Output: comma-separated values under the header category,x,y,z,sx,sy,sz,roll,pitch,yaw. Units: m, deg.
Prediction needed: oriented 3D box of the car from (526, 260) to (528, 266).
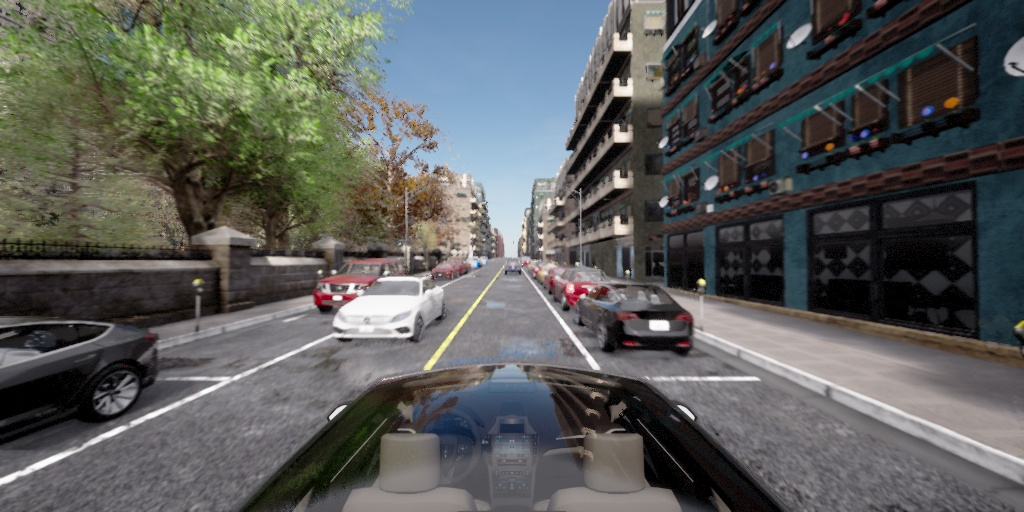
category,x,y,z,sx,sy,sz,roll,pitch,yaw
car,2.690,1.286,36.275,1.802,1.307,4.207,0,0,0

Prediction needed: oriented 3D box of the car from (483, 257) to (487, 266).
category,x,y,z,sx,sy,sz,roll,pitch,yaw
car,-5.675,1.241,58.368,1.948,1.339,4.313,0,0,0

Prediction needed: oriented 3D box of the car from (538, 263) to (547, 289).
category,x,y,z,sx,sy,sz,roll,pitch,yaw
car,2.691,1.271,19.704,1.888,1.381,4.507,0,0,0

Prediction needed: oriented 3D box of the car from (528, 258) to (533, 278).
category,x,y,z,sx,sy,sz,roll,pitch,yaw
car,2.691,1.151,30.752,1.967,1.591,4.097,0,0,0

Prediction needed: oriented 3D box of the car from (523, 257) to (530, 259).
category,x,y,z,sx,sy,sz,roll,pitch,yaw
car,2.658,1.108,63.891,1.967,1.591,4.097,0,0,0

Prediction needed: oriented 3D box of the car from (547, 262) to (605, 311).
category,x,y,z,sx,sy,sz,roll,pitch,yaw
car,2.691,1.173,14.181,1.967,1.591,4.097,0,0,0

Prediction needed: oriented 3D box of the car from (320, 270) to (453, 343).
category,x,y,z,sx,sy,sz,roll,pitch,yaw
car,-3.013,1.265,9.784,1.812,1.442,4.674,0,0,0

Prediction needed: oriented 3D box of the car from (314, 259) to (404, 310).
category,x,y,z,sx,sy,sz,roll,pitch,yaw
car,-5.690,1.048,14.181,2.192,1.841,5.009,0,0,0

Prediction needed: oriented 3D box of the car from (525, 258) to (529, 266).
category,x,y,z,sx,sy,sz,roll,pitch,yaw
car,2.690,1.222,41.968,1.751,1.417,4.829,0,0,0

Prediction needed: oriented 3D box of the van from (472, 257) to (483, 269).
category,x,y,z,sx,sy,sz,roll,pitch,yaw
van,-5.700,1.023,52.845,1.690,1.789,3.998,0,0,0

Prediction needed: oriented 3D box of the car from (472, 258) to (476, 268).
category,x,y,z,sx,sy,sz,roll,pitch,yaw
car,-5.691,1.242,41.798,1.888,1.381,4.507,0,0,0

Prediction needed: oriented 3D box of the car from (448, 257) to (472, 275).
category,x,y,z,sx,sy,sz,roll,pitch,yaw
car,-5.691,1.018,36.274,2.192,1.841,5.009,0,0,0

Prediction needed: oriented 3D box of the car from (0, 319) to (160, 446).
category,x,y,z,sx,sy,sz,roll,pitch,yaw
car,-5.689,1.314,3.134,1.948,1.339,4.313,0,0,0

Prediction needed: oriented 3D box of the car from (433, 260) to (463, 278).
category,x,y,z,sx,sy,sz,roll,pitch,yaw
car,-5.690,1.256,30.752,1.888,1.381,4.507,0,0,0

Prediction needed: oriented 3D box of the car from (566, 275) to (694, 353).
category,x,y,z,sx,sy,sz,roll,pitch,yaw
car,2.691,1.306,8.658,1.948,1.339,4.313,0,0,0

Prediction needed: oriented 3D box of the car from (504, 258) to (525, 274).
category,x,y,z,sx,sy,sz,roll,pitch,yaw
car,0.098,1.248,39.200,2.033,1.411,5.357,0,0,0

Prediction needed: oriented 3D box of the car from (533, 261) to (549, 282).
category,x,y,z,sx,sy,sz,roll,pitch,yaw
car,2.691,1.244,25.398,1.751,1.417,4.829,0,0,0
